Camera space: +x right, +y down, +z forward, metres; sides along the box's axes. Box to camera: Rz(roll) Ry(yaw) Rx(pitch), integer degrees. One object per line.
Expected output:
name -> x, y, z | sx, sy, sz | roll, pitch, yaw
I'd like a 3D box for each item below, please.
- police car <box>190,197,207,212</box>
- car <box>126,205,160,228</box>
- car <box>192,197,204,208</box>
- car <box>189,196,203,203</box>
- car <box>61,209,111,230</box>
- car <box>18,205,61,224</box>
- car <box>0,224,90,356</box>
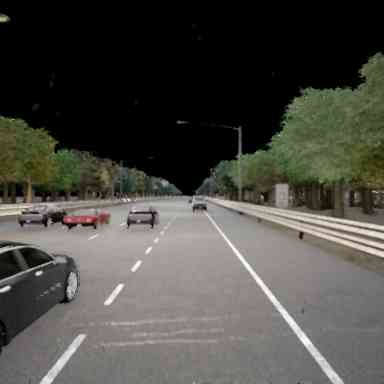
police car -> 1.047, 1.806, 45.068 | 1.930, 1.638, 5.238 | 0, 0, 0
car -> -3.402, 1.690, 23.685 | 2.128, 1.511, 4.902 | 0, 0, 0
car -> 1.056, 1.877, 60.908 | 2.097, 1.767, 4.553 | 0, -1, 0
car -> 1.050, 1.694, 54.978 | 2.150, 2.045, 5.566 | 0, -1, 0
car -> -6.901, 1.790, 22.596 | 1.895, 1.301, 4.718 | 0, 0, 0
car -> -10.404, 1.690, 23.615 | 2.128, 1.511, 4.902 | 0, 0, 0
car -> -3.398, 1.551, 5.451 | 1.837, 1.490, 4.892 | 0, 0, 0
